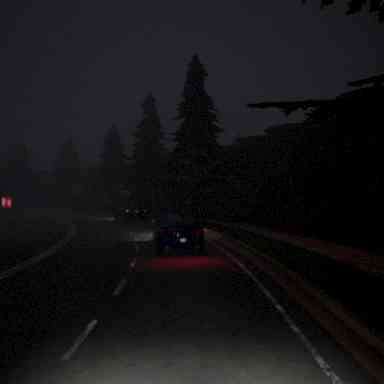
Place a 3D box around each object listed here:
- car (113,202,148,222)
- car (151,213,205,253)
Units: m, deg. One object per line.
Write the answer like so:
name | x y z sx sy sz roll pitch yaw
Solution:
car | -5.613 1.684 29.764 2.097 1.767 4.553 0 -1 -27
car | -0.724 1.643 14.733 1.882 1.535 5.008 0 0 -9
